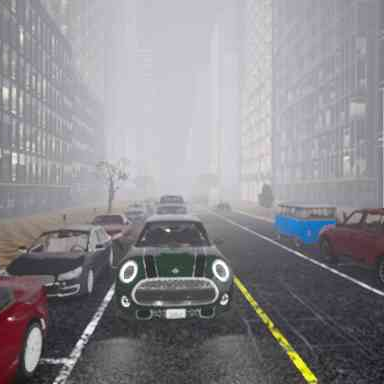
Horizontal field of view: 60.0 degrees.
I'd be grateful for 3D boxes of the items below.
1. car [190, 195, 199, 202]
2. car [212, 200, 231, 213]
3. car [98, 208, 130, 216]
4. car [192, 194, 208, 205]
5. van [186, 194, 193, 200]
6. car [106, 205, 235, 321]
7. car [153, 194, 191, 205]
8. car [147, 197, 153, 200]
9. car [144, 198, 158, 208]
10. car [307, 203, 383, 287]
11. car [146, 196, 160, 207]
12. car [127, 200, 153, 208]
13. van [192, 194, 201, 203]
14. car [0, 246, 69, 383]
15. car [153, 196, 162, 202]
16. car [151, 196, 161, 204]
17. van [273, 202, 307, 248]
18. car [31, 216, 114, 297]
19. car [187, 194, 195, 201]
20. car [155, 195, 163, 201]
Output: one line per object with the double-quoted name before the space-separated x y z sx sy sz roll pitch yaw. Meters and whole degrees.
"car" 0.556 1.462 76.997 1.967 1.590 4.097 -1 0 -4
"car" 3.315 1.565 37.307 2.008 1.369 4.403 -1 0 -4
"car" -3.470 1.584 14.047 1.802 1.307 4.206 0 0 -4
"car" 1.736 1.334 59.987 2.192 1.841 5.009 -1 0 -4
"van" -0.627 1.364 94.007 1.690 1.788 3.998 0 0 -4
"car" -0.414 1.354 7.558 2.097 1.767 4.553 0 0 -4
"car" -1.539 1.230 25.165 2.150 2.045 5.566 0 0 -4
"car" -5.046 1.559 36.726 2.008 1.369 4.403 0 0 -4
"car" -5.834 1.593 48.066 1.802 1.307 4.206 0 0 -4
"car" 5.282 1.322 8.957 2.192 1.841 5.009 -1 0 -4
"car" -6.229 1.452 53.736 1.967 1.590 4.097 0 0 -4
"car" -4.258 1.556 25.387 2.008 1.369 4.403 0 0 -4
"van" 0.949 1.362 71.327 1.690 1.788 3.998 -1 0 -4
"car" -2.682 1.544 2.707 1.887 1.381 4.507 0 0 -4
"car" -7.804 1.582 76.417 1.947 1.339 4.313 0 0 -4
"car" -7.004 1.540 64.907 1.752 1.417 4.829 0 0 -4
"van" 4.889 1.349 14.627 1.690 1.788 3.998 -1 0 -4
"car" -3.077 1.552 8.377 2.008 1.369 4.403 0 0 -4
"car" -0.233 1.463 88.337 1.967 1.590 4.097 0 0 -4
"car" -8.592 1.568 87.757 2.008 1.369 4.403 0 0 -4
